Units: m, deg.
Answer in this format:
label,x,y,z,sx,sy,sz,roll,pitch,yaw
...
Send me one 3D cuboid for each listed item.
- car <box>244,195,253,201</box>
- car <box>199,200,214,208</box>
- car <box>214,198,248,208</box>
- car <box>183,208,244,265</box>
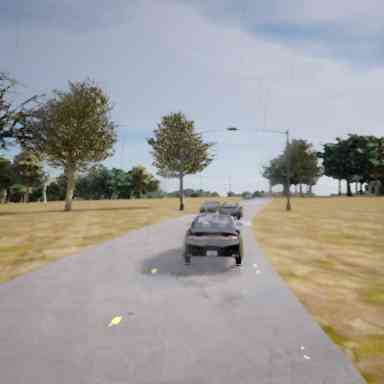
label,x,y,z,sx,sy,sz,roll,pitch,yaw
car,13.199,1.371,77.356,2.033,1.411,5.357,-1,0,15
car,2.089,1.666,37.258,1.837,1.490,4.892,0,0,15
car,3.593,1.603,29.762,2.128,1.511,4.902,-1,0,12
car,0.794,1.539,11.898,2.128,1.511,4.902,0,0,5
